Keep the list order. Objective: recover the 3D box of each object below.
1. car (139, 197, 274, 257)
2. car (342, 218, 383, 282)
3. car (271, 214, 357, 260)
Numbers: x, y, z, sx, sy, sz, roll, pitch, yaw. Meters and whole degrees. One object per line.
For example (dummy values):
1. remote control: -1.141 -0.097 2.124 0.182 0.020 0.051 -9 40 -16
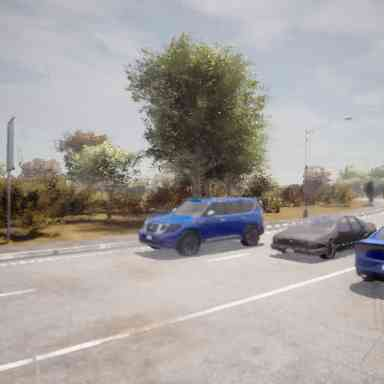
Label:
1. car: 0.629 1.250 13.475 5.566 2.045 2.150 0 0 -39
2. car: 6.154 1.492 8.748 5.008 1.535 1.882 0 0 -39
3. car: 5.286 1.570 12.790 5.357 1.411 2.033 0 0 -40
